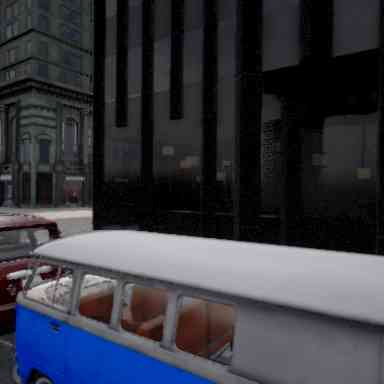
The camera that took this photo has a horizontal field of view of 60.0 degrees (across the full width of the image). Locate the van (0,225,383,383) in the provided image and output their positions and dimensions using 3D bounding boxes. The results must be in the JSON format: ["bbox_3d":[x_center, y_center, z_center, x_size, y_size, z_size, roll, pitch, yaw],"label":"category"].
[{"bbox_3d":[-0.003,1.339,2.975,3.998,1.788,1.690,0,1,36],"label":"van"}]

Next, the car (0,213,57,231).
[{"bbox_3d":[-4.141,1.305,5.935,5.009,1.841,2.192,0,1,36],"label":"car"}]
